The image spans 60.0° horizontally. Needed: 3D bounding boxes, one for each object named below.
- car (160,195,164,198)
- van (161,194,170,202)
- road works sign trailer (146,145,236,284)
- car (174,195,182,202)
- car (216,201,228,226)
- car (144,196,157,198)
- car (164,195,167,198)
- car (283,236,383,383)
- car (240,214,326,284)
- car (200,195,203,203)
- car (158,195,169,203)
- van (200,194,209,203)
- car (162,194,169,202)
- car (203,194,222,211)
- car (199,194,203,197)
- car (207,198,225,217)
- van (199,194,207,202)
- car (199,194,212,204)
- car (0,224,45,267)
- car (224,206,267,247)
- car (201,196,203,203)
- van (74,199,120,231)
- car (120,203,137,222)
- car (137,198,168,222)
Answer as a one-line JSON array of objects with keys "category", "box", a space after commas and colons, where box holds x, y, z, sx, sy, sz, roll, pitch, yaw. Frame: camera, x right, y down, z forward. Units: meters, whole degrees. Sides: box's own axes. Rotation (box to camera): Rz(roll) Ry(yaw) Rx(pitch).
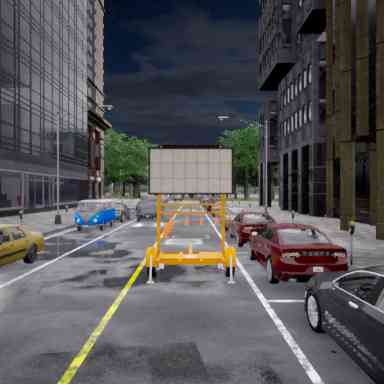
[{"category": "car", "box": [-5.935, 1.539, 52.752, 1.752, 1.417, 4.829, 0, 0, 0]}, {"category": "van", "box": [-6.008, 1.370, 74.672, 1.690, 1.788, 3.998, 0, 0, 0]}, {"category": "road works sign trailer", "box": [-0.030, 0.465, 9.582, 2.380, 3.560, 2.880, 0, 0, 0]}, {"category": "car", "box": [-3.253, 1.507, 77.742, 1.882, 1.535, 5.008, 0, 0, 0]}, {"category": "car", "box": [2.696, 1.527, 20.494, 1.752, 1.417, 4.829, 0, 0, 0]}, {"category": "car", "box": [-5.900, 1.574, 42.046, 1.947, 1.339, 4.313, 0, 0, 0]}, {"category": "car", "box": [-5.954, 1.583, 58.359, 1.947, 1.339, 4.313, 0, 0, 0]}, {"category": "car", "box": [2.750, 1.551, 4.011, 2.008, 1.369, 4.403, 0, 0, 0]}, {"category": "car", "box": [2.732, 1.545, 9.449, 1.887, 1.381, 4.507, 0, 0, 0]}, {"category": "car", "box": [2.589, 1.558, 52.949, 1.887, 1.381, 4.507, 0, 0, 0]}, {"category": "car", "box": [-5.990, 1.464, 69.234, 1.967, 1.590, 4.097, 0, 0, 0]}, {"category": "van", "box": [2.535, 1.365, 69.262, 1.690, 1.788, 3.998, 0, 0, 0]}, {"category": "car", "box": [-5.971, 1.546, 63.627, 1.752, 1.417, 4.829, 0, 0, 0]}, {"category": "car", "box": [2.643, 1.321, 36.637, 2.192, 1.841, 5.009, 0, 0, 0]}, {"category": "car", "box": [2.571, 1.457, 58.387, 1.967, 1.590, 4.097, 0, 0, 0]}, {"category": "car", "box": [2.660, 1.530, 31.369, 1.752, 1.417, 4.829, 0, 0, 0]}, {"category": "van", "box": [2.518, 1.370, 74.700, 1.690, 1.788, 3.998, 0, 0, 0]}, {"category": "car", "box": [2.553, 1.335, 63.825, 2.192, 1.841, 5.009, 0, 0, 0]}, {"category": "car", "box": [-5.792, 1.526, 9.251, 1.752, 1.417, 4.829, 0, 0, 0]}, {"category": "car", "box": [2.715, 1.546, 14.887, 1.887, 1.381, 4.507, 0, 0, 0]}, {"category": "car", "box": [2.607, 1.536, 47.682, 1.752, 1.417, 4.829, 0, 0, 0]}, {"category": "van", "box": [-5.829, 1.343, 20.296, 1.690, 1.788, 3.998, 0, 0, 0]}, {"category": "car", "box": [-5.846, 1.554, 25.734, 2.008, 1.369, 4.403, 0, 0, 0]}, {"category": "car", "box": [-3.185, 1.508, 26.217, 1.837, 1.490, 4.892, 0, 0, 0]}]
